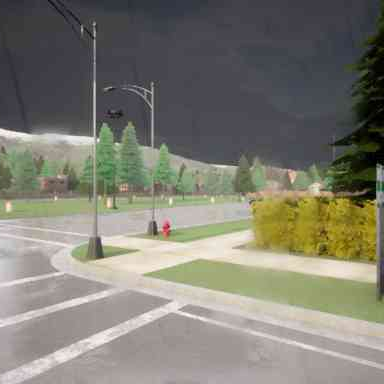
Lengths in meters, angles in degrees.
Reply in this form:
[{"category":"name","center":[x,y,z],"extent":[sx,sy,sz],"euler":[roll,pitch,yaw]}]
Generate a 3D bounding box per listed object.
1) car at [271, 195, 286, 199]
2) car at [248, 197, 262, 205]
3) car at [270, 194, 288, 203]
[{"category":"car","center":[15.179,1.526,58.055],"extent":[1.812,1.442,4.674],"euler":[0,0,36]},{"category":"car","center":[11.887,1.601,59.473],"extent":[1.895,1.301,4.718],"euler":[0,0,36]},{"category":"car","center":[17.731,1.353,67.546],"extent":[2.097,1.767,4.553],"euler":[0,0,36]}]
